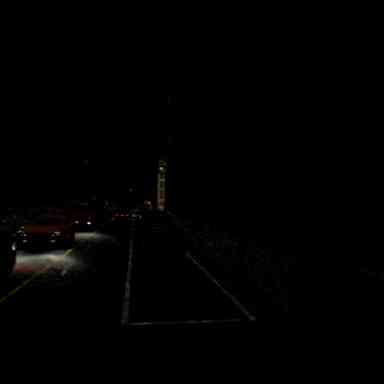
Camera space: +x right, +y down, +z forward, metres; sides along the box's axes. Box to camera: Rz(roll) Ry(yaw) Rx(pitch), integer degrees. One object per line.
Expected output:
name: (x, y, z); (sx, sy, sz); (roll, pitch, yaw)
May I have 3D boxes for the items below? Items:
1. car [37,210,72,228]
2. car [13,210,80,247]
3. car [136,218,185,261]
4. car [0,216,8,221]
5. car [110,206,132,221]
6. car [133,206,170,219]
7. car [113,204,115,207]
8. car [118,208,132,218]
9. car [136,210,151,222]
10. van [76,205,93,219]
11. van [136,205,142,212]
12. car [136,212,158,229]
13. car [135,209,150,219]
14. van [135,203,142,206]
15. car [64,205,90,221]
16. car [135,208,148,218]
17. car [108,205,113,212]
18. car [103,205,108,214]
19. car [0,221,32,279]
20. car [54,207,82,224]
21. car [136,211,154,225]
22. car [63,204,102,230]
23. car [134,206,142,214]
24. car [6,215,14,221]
car: (-12.177, 2.369, 29.822); (1.887, 1.381, 4.507); (2, -2, -10)
car: (-7.530, 1.966, 17.786); (1.882, 1.535, 5.008); (2, -2, -10)
car: (-1.381, 2.044, 14.392); (1.887, 1.381, 4.507); (2, -2, -10)
car: (-9.288, 1.828, 13.038); (2.008, 1.369, 4.403); (2, -2, -10)
car: (-8.580, 2.869, 41.294); (2.033, 1.411, 5.357); (2, -2, -10)
car: (-2.339, 1.997, 19.995); (2.192, 1.841, 5.009); (2, -2, -10)
car: (-21.805, 4.095, 85.774); (1.967, 1.590, 4.097); (2, -2, -10)
car: (-10.442, 3.275, 52.054); (1.895, 1.301, 4.718); (2, -2, -9)
car: (-6.197, 2.995, 42.364); (1.802, 1.307, 4.206); (2, -2, -10)
van: (-15.061, 2.715, 46.614); (1.690, 1.788, 3.998); (2, -2, -10)
van: (-13.895, 4.218, 87.131); (1.690, 1.788, 3.998); (2, -2, -10)
car: (-4.270, 2.629, 31.174); (1.802, 1.307, 4.206); (2, -2, -10)
car: (-7.159, 3.147, 47.960); (2.008, 1.369, 4.403); (2, -2, -10)
van: (-9.081, 3.304, 59.157); (1.690, 1.788, 3.998); (2, -2, -10)
car: (-14.098, 2.506, 41.020); (2.192, 1.841, 5.009); (2, -2, -10)
car: (-8.122, 3.345, 53.554); (1.947, 1.339, 4.313); (2, -2, -10)
car: (-20.844, 4.024, 80.175); (2.008, 1.369, 4.403); (2, -2, -10)
car: (-17.950, 3.240, 63.399); (2.192, 1.841, 5.009); (2, -2, -10)
car: (-5.842, 1.660, 7.997); (2.128, 1.511, 4.902); (2, -2, -10)
car: (-13.137, 2.448, 35.421); (1.967, 1.590, 4.097); (2, -2, -10)
car: (-5.234, 2.812, 36.769); (1.802, 1.307, 4.206); (2, -2, -10)
car: (-9.318, 2.051, 28.259); (2.150, 2.045, 5.566); (2, -2, -10)
car: (-11.861, 3.860, 72.862); (1.801, 1.575, 5.366); (2, -2, -10)
car: (-10.221, 1.979, 18.466); (1.752, 1.417, 4.829); (2, -2, -10)
